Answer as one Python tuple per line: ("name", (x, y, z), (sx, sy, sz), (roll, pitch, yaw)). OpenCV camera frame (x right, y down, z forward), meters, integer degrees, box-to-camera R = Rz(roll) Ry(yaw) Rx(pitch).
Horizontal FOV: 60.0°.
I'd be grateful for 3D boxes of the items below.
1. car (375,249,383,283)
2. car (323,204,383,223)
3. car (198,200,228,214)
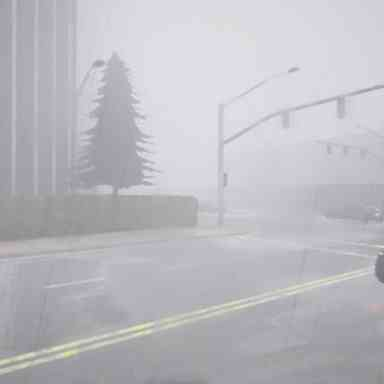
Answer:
("car", (6.479, 1.603, 8.487), (4.181, 1.385, 1.994), (0, 0, -37))
("car", (12.919, 1.616, 26.174), (2.033, 1.411, 5.357), (0, 0, -22))
("car", (1.941, 1.594, 35.839), (1.994, 1.385, 4.181), (0, 0, -35))
